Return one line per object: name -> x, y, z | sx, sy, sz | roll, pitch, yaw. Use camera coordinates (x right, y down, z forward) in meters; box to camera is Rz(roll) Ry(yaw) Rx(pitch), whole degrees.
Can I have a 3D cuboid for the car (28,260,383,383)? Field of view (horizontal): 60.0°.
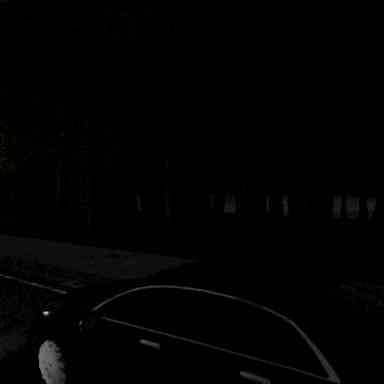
car -> 0.171, 1.525, 3.562 | 4.892, 1.490, 1.837 | 0, 0, 35
